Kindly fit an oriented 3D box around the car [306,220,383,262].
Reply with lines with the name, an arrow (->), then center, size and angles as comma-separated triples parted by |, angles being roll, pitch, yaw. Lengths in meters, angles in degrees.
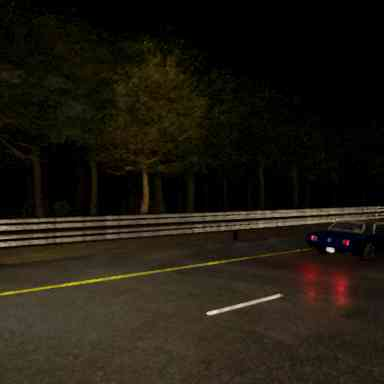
car -> 6.568, 1.714, 12.690 | 4.718, 1.301, 1.895 | 1, 0, -35
